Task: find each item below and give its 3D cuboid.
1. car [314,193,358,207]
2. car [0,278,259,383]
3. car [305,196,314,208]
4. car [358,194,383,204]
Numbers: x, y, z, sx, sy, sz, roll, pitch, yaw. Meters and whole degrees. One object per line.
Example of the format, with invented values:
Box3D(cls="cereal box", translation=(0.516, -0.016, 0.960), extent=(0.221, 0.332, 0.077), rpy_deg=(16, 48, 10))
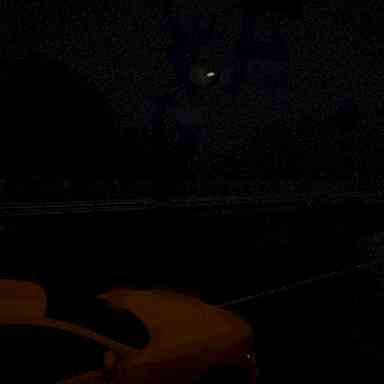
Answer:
Box3D(cls="car", translation=(14.031, 0.920, 31.187), extent=(5.008, 1.535, 1.882), rpy_deg=(-1, 1, -35))
Box3D(cls="car", translation=(-1.637, 1.476, 2.578), extent=(5.008, 1.535, 1.882), rpy_deg=(-1, 0, -35))
Box3D(cls="car", translation=(14.045, 0.883, 35.490), extent=(4.902, 1.511, 2.128), rpy_deg=(-1, 1, -35))
Box3D(cls="car", translation=(16.756, 0.932, 28.830), extent=(4.892, 1.490, 1.837), rpy_deg=(-1, 0, -35))
